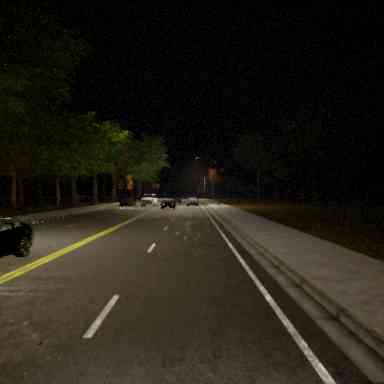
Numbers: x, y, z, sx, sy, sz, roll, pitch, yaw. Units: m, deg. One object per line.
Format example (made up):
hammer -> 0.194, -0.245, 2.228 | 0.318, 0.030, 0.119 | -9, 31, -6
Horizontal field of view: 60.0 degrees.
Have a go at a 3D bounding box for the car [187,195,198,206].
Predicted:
car -> 0.109, 1.625, 56.640 | 2.033, 1.411, 5.357 | 0, 0, 0

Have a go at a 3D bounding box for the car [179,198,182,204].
car -> -3.239, 1.683, 69.313 | 1.994, 1.385, 4.181 | 0, 0, 0

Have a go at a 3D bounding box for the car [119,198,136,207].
car -> -9.802, 1.607, 51.124 | 2.033, 1.411, 5.357 | 0, 0, 1

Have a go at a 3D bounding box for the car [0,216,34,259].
car -> -6.598, 1.493, 9.982 | 2.128, 1.511, 4.902 | 0, 0, 0

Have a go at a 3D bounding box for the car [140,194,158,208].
car -> -6.558, 1.281, 51.053 | 2.150, 2.045, 5.566 | 0, 0, 0

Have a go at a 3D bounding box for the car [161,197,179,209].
car -> -3.142, 1.647, 46.034 | 1.895, 1.301, 4.718 | 0, 0, 0
